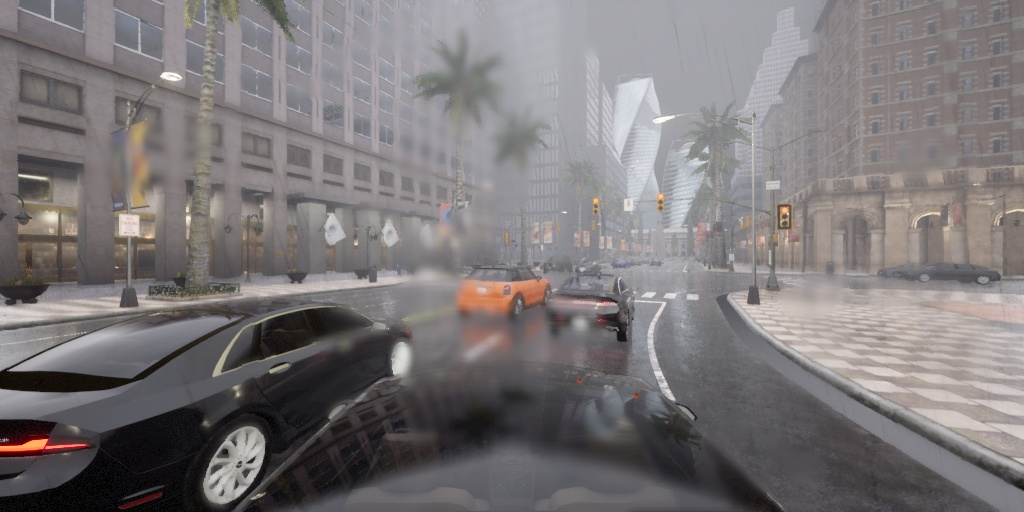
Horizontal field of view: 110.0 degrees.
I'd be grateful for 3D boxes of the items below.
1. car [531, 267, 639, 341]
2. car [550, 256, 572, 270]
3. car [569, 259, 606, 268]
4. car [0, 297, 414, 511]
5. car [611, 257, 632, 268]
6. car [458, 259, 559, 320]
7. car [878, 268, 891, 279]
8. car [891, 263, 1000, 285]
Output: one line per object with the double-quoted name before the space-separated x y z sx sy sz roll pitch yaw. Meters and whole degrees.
"car" 2.374 1.242 9.999 2.128 1.511 4.902 0 0 22
"car" 5.335 0.972 40.436 2.150 2.045 5.566 0 0 27
"car" 8.131 1.241 38.204 2.128 1.511 4.902 0 0 27
"car" -2.841 1.255 4.329 1.837 1.490 4.892 0 0 8
"car" 16.973 1.228 55.765 1.882 1.535 5.008 0 0 27
"car" -0.051 1.102 13.028 2.097 1.767 4.553 0 0 23
"car" 33.036 1.314 29.406 4.181 1.385 1.994 0 0 27
"car" 31.661 1.255 26.183 4.892 1.490 1.837 0 0 25
